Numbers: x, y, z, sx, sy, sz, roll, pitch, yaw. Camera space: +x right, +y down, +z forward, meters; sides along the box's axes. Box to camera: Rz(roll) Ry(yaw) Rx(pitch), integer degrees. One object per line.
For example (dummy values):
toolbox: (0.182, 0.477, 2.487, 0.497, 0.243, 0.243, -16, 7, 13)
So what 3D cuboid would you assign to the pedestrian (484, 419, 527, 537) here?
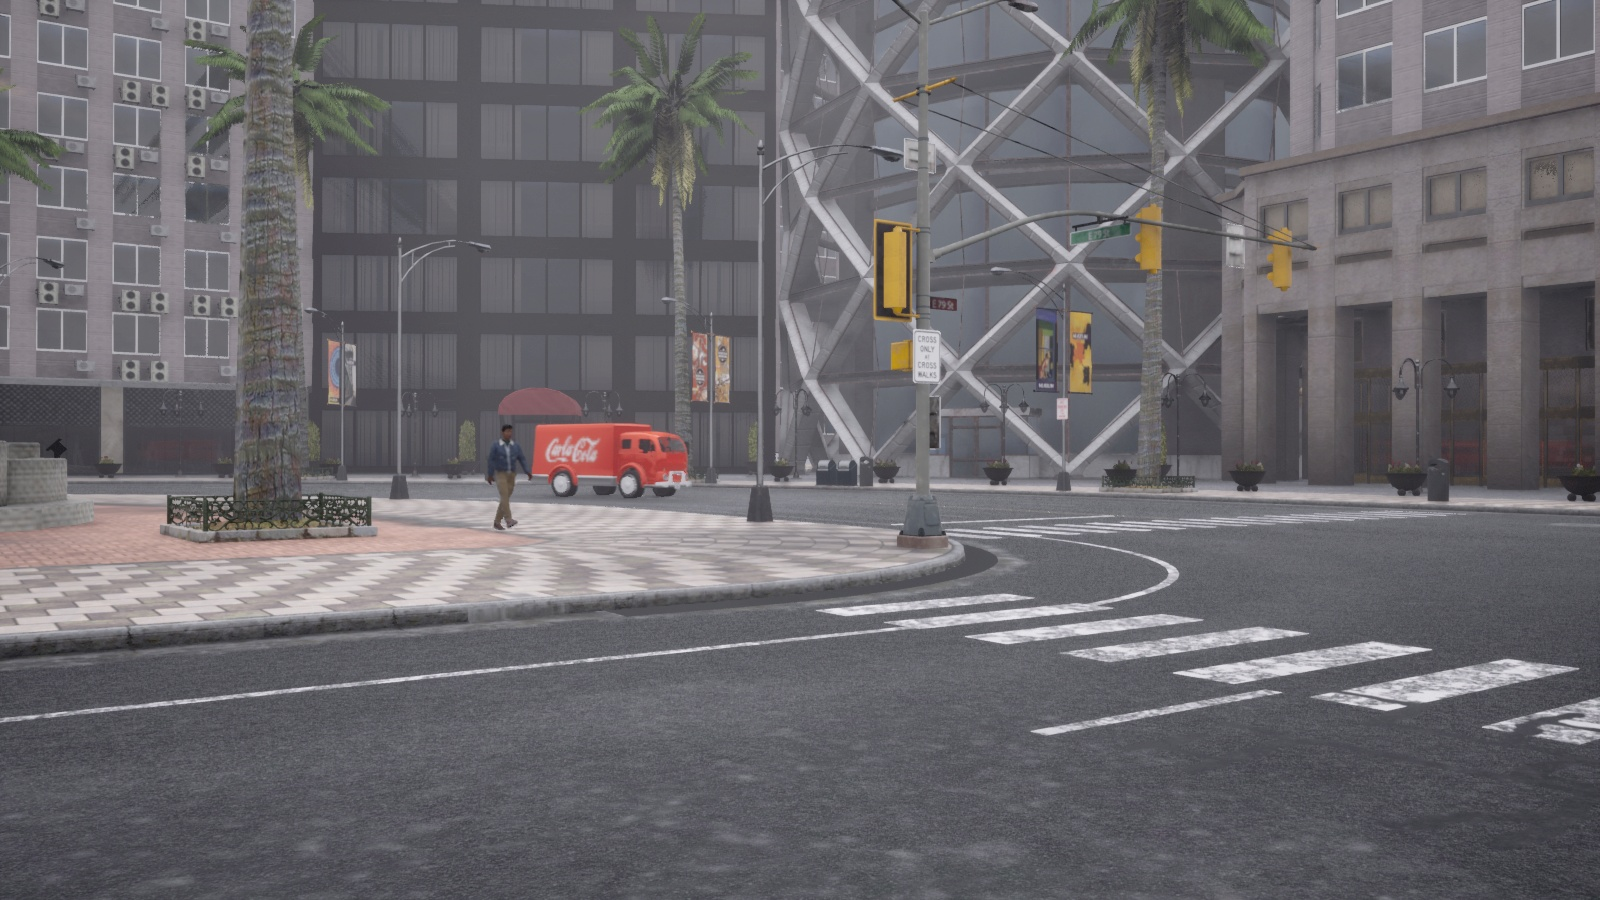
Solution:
pedestrian: (-4.973, 0.464, 21.205, 0.423, 1.949, 0.788, 0, 0, -36)

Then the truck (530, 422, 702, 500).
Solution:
truck: (-6.186, 0.374, 42.119, 5.204, 2.467, 2.627, 0, 0, 30)
